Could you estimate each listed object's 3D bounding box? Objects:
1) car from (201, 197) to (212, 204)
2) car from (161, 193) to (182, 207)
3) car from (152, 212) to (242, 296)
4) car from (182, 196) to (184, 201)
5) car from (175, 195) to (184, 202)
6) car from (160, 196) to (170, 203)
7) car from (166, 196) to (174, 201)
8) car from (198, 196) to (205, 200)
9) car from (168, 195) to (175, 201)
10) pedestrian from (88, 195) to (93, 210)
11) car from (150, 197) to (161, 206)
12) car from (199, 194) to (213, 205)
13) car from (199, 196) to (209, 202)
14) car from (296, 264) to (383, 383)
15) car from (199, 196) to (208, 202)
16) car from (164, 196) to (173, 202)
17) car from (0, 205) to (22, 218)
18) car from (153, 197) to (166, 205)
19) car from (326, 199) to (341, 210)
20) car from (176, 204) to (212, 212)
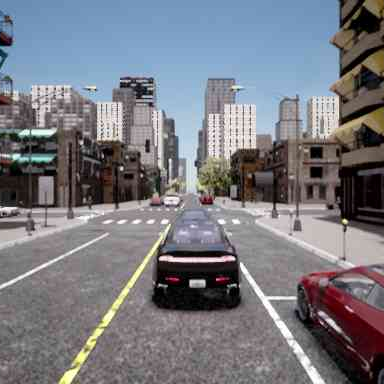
[{"bbox_3d":[2.699,1.591,64.568,1.947,1.339,4.313,0,0,0],"label":"car"},{"bbox_3d":[-3.077,1.233,51.721,2.150,2.045,5.566,0,0,0],"label":"car"},{"bbox_3d":[0.102,1.490,8.603,2.128,1.511,4.902,0,0,0],"label":"car"},{"bbox_3d":[-2.995,1.591,67.901,1.994,1.385,4.181,0,0,0],"label":"car"},{"bbox_3d":[-2.990,1.578,82.174,2.033,1.411,5.357,0,0,0],"label":"car"},{"bbox_3d":[-5.680,1.557,69.924,1.752,1.417,4.829,0,0,0],"label":"car"},{"bbox_3d":[-5.678,1.638,86.670,1.802,1.307,4.206,0,0,0],"label":"car"},{"bbox_3d":[2.702,1.648,92.194,1.802,1.307,4.206,0,0,0],"label":"car"},{"bbox_3d":[-5.678,1.591,92.025,1.752,1.417,4.829,0,0,0],"label":"car"},{"bbox_3d":[-12.507,1.290,40.780,0.375,1.860,0.375,0,1,0],"label":"pedestrian"},{"bbox_3d":[-5.770,1.558,53.522,1.887,1.381,4.507,0,0,0],"label":"car"},{"bbox_3d":[2.699,1.334,59.043,2.192,1.841,5.009,0,0,0],"label":"car"},{"bbox_3d":[2.701,1.605,75.619,1.947,1.339,4.313,0,0,0],"label":"car"},{"bbox_3d":[2.692,1.581,4.290,1.802,1.307,4.206,0,0,0],"label":"car"},{"bbox_3d":[2.701,1.598,81.144,2.008,1.369,4.403,0,0,0],"label":"car"},{"bbox_3d":[-5.679,1.629,81.145,1.802,1.307,4.206,0,0,0],"label":"car"},{"bbox_3d":[-19.073,1.804,32.041,4.718,1.301,1.895,-1,0,0],"label":"car"},{"bbox_3d":[-5.682,1.585,59.043,1.947,1.339,4.313,0,0,0],"label":"car"},{"bbox_3d":[17.493,1.358,37.840,4.313,1.339,1.947,-1,1,0],"label":"car"},{"bbox_3d":[0.103,1.563,17.465,1.994,1.385,4.181,0,0,0],"label":"car"}]
